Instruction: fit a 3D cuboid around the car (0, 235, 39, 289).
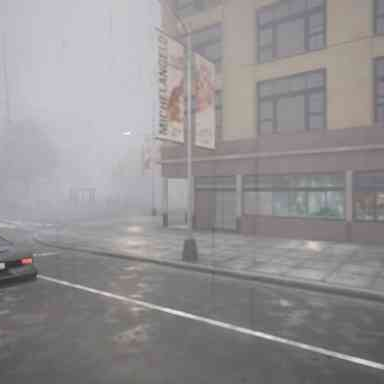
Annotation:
[{"bbox_3d":[-5.935,1.571,8.261,5.357,1.411,2.033,0,0,37],"label":"car"}]
